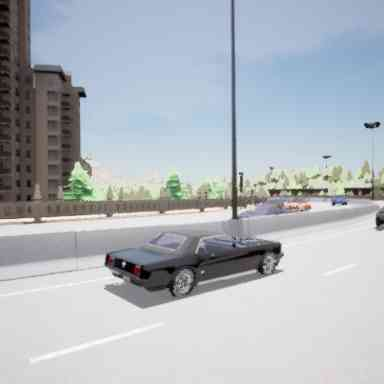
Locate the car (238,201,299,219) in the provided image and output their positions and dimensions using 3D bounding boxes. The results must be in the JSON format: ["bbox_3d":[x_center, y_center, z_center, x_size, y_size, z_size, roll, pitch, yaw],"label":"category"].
[{"bbox_3d":[4.974,1.597,22.704,2.033,1.411,5.357,0,0,43],"label":"car"}]

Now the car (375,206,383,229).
[{"bbox_3d":[13.090,1.502,21.090,2.128,1.511,4.902,0,0,41],"label":"car"}]

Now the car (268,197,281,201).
[{"bbox_3d":[10.120,1.647,40.947,1.837,1.490,4.892,0,0,31],"label":"car"}]

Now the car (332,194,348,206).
[{"bbox_3d":[25.733,1.424,58.029,2.150,2.045,5.566,0,0,18],"label":"car"}]

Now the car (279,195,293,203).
[{"bbox_3d":[22.873,1.663,80.989,2.150,2.045,5.566,-1,0,6],"label":"car"}]

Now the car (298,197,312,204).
[{"bbox_3d":[26.074,1.892,76.797,2.128,1.511,4.902,-1,0,6],"label":"car"}]

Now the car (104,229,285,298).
[{"bbox_3d":[0.309,1.620,8.621,4.718,1.301,1.895,0,0,-39],"label":"car"}]

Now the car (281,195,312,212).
[{"bbox_3d":[12.054,1.461,37.501,2.097,1.767,4.553,-1,-1,32],"label":"car"}]
